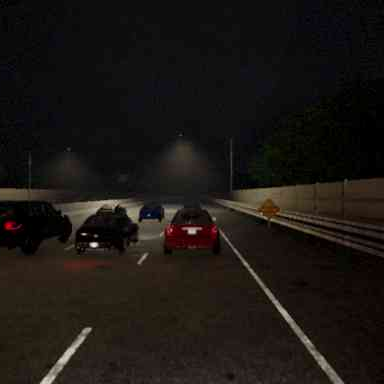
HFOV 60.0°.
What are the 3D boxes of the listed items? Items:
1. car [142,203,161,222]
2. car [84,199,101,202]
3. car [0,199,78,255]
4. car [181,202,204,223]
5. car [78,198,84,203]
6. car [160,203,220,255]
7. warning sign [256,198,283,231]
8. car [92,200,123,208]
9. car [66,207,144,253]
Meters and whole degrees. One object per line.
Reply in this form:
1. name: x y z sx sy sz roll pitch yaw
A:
1. car: -3.476 1.743 29.482 1.882 1.535 5.008 0 0 0
2. car: -20.960 2.142 71.799 2.033 1.411 5.357 0 0 0
3. car: -6.991 1.347 14.021 2.150 2.045 5.566 0 0 0
4. car: 0.024 1.743 29.493 1.882 1.535 5.008 0 0 0
5. car: -24.460 2.127 71.801 1.812 1.442 4.674 0 0 0
6. car: 0.010 1.481 14.083 2.097 1.767 4.553 0 -1 0
7. warning sign: 4.550 1.295 19.613 1.300 1.860 1.060 -1 -1 0
8. car: -6.979 1.757 29.310 2.128 1.511 4.902 0 0 0
9. car: -3.487 1.641 14.296 1.837 1.490 4.892 0 0 0
